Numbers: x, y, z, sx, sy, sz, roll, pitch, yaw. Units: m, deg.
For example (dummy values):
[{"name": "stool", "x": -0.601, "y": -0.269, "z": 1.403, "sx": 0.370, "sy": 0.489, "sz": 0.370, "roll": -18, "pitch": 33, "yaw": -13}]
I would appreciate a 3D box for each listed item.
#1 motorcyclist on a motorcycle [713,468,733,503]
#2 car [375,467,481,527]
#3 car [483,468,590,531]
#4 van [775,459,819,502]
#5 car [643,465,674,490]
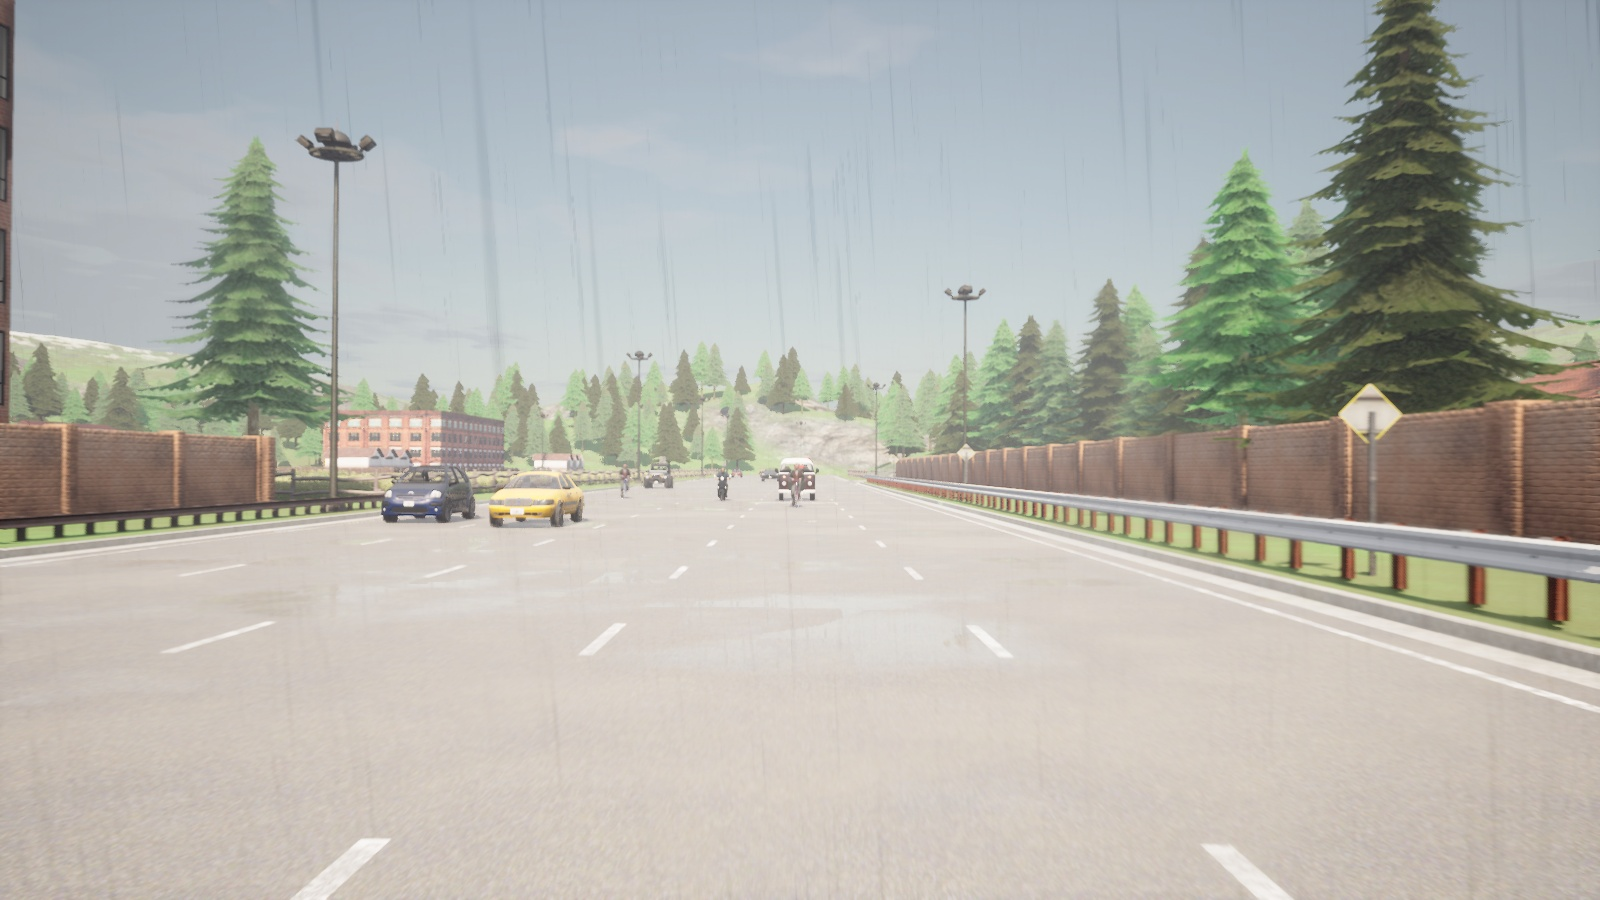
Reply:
[{"name": "motorcyclist on a motorcycle", "x": -3.642, "y": 1.668, "z": 59.466, "sx": 0.866, "sy": 1.590, "sz": 1.817, "roll": 0, "pitch": -1, "yaw": 0}, {"name": "car", "x": -10.586, "y": 1.290, "z": 36.026, "sx": 1.851, "sy": 1.617, "sz": 3.988, "roll": 0, "pitch": -1, "yaw": 0}, {"name": "car", "x": -7.082, "y": 1.292, "z": 34.329, "sx": 1.801, "sy": 1.575, "sz": 5.366, "roll": 0, "pitch": -1, "yaw": 0}, {"name": "van", "x": -0.152, "y": 1.445, "z": 61.209, "sx": 2.069, "sy": 2.038, "sz": 4.480, "roll": 0, "pitch": 0, "yaw": -1}, {"name": "car", "x": -10.627, "y": 2.062, "z": 94.532, "sx": 1.905, "sy": 1.878, "sz": 3.866, "roll": 0, "pitch": -1, "yaw": 0}]
